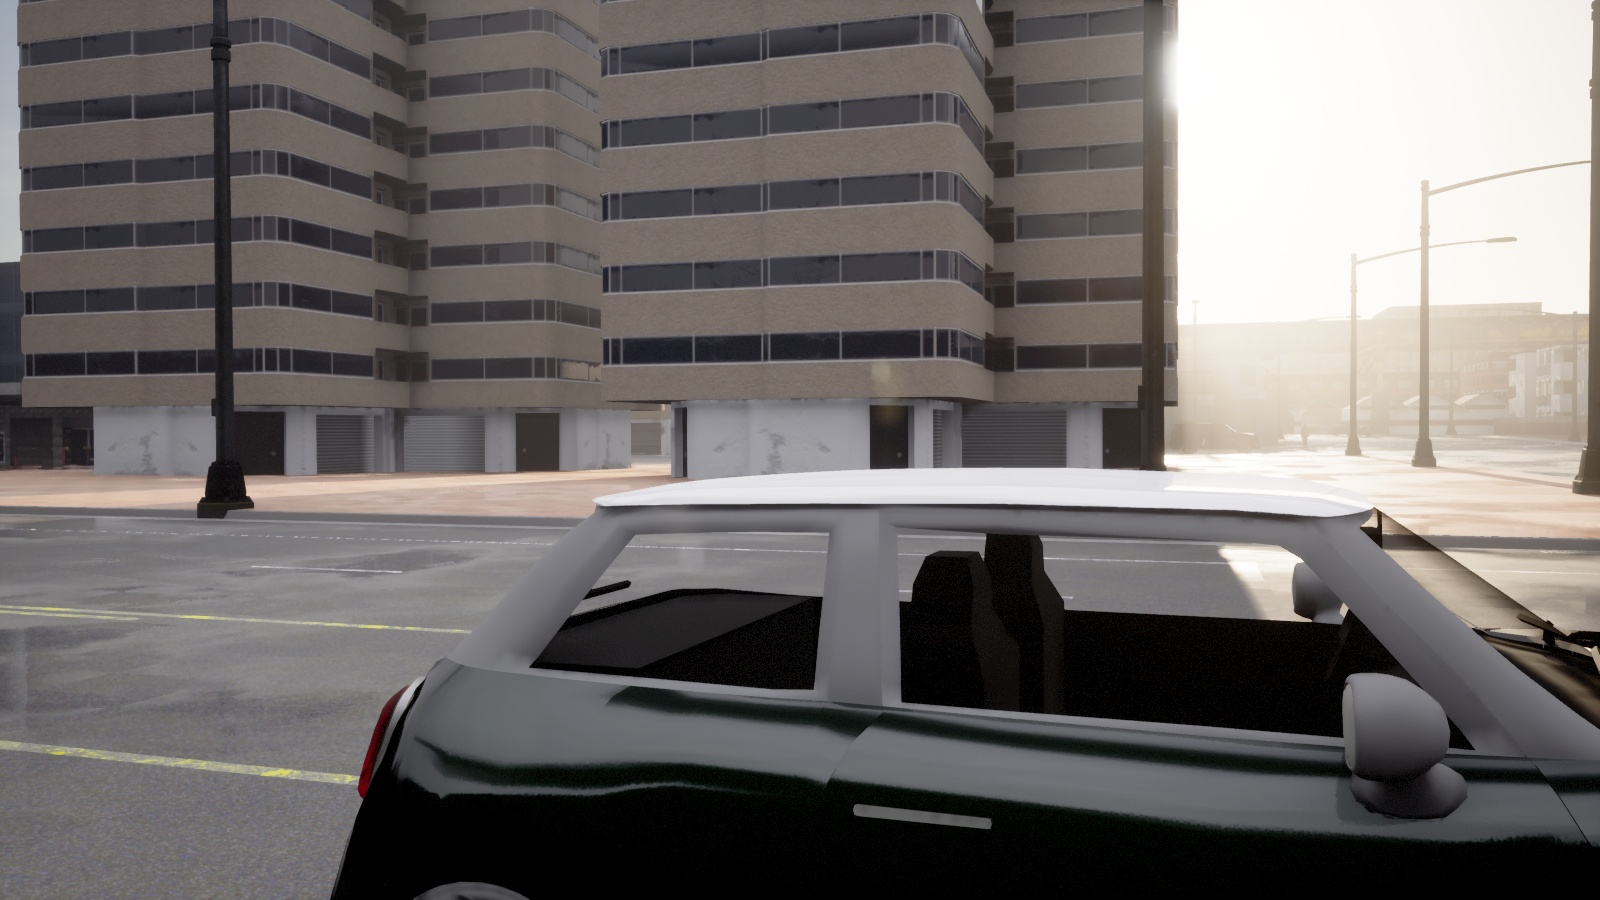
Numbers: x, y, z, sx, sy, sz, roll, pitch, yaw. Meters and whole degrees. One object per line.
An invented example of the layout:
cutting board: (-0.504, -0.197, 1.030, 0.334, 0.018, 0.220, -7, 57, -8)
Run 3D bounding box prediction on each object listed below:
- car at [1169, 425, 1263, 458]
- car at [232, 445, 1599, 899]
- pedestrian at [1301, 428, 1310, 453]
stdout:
car: (26.288, -0.519, 79.503, 5.566, 2.045, 2.150, 0, 1, 17)
car: (0.941, 0.749, 2.925, 3.806, 1.475, 1.970, 1, 1, 19)
pedestrian: (36.616, -0.708, 90.972, 0.431, 1.840, 0.709, 0, 1, 13)
